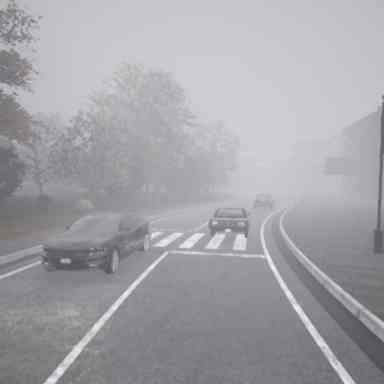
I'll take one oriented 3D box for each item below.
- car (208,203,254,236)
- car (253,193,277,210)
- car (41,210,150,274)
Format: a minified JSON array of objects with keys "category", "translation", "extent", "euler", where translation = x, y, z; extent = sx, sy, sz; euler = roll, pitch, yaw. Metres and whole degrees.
[{"category":"car","translation":[2.118,1.460,17.557],"extent":[1.895,1.301,4.718],"euler":[1,1,11]},{"category":"car","translation":[8.162,0.924,36.838],"extent":[2.097,1.767,4.553],"euler":[2,2,21]},{"category":"car","translation":[-2.737,1.376,10.553],"extent":[1.882,1.535,5.008],"euler":[1,1,8]}]
